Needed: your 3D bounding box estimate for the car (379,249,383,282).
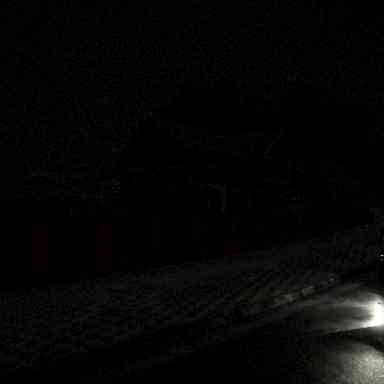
[{"bbox_3d":[6.849,1.602,9.282,5.008,1.535,1.882,0,0,-45],"label":"car"}]
